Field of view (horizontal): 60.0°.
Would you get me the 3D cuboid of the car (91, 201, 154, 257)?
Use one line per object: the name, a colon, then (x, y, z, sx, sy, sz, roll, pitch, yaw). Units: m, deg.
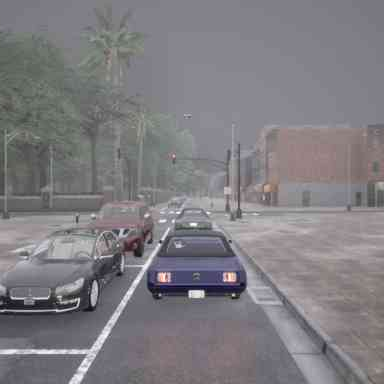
car: (-2.660, 1.318, 13.052, 2.192, 1.841, 5.009, 0, 0, 0)

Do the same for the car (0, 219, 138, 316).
car: (-2.650, 1.551, 7.588, 2.008, 1.369, 4.403, 0, 0, 0)

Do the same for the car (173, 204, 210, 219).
car: (0.065, 1.573, 18.415, 1.994, 1.385, 4.181, 0, 0, 0)

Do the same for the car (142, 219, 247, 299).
car: (0.086, 1.601, 8.372, 1.895, 1.301, 4.718, 0, 0, 0)

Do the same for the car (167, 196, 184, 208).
car: (-2.724, 1.542, 51.201, 1.967, 1.590, 4.097, 0, 0, 0)
